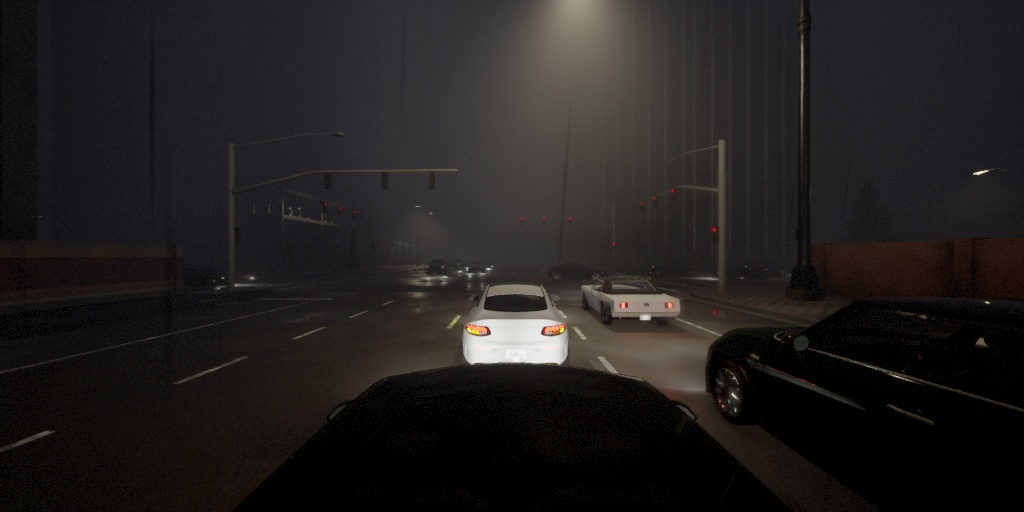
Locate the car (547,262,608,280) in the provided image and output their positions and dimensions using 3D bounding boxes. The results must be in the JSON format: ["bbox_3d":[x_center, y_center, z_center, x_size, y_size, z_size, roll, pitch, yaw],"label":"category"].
[{"bbox_3d":[5.337,1.228,29.126,5.008,1.535,1.882,0,1,23],"label":"car"}]

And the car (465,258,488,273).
[{"bbox_3d":[-4.293,1.276,43.757,1.812,1.442,4.674,0,0,-1],"label":"car"}]

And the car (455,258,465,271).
[{"bbox_3d":[-7.907,1.102,49.875,2.097,1.767,4.553,0,0,-1],"label":"car"}]

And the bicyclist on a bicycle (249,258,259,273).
[{"bbox_3d":[-28.409,1.051,39.513,0.582,1.620,1.656,0,0,-1],"label":"bicyclist on a bicycle"}]

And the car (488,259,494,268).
[{"bbox_3d":[-4.571,1.351,61.008,1.895,1.301,4.718,0,0,-1],"label":"car"}]

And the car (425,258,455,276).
[{"bbox_3d":[-7.654,1.101,37.512,2.097,1.767,4.553,0,0,-1],"label":"car"}]

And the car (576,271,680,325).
[{"bbox_3d":[3.563,1.351,11.795,1.895,1.301,4.718,0,0,0],"label":"car"}]

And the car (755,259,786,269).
[{"bbox_3d":[24.230,1.102,35.229,4.553,1.767,2.097,0,0,0],"label":"car"}]

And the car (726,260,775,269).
[{"bbox_3d":[20.189,1.314,31.693,4.181,1.385,1.994,0,0,-1],"label":"car"}]

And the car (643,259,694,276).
[{"bbox_3d":[15.338,1.102,35.147,4.553,1.767,2.097,0,0,0],"label":"car"}]

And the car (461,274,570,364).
[{"bbox_3d":[0.059,1.276,7.577,1.812,1.442,4.674,0,0,0],"label":"car"}]

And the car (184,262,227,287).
[{"bbox_3d":[-21.419,1.314,24.093,4.181,1.385,1.994,0,0,0],"label":"car"}]

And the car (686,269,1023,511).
[{"bbox_3d":[3.599,1.102,2.893,2.097,1.767,4.553,0,0,0],"label":"car"}]
